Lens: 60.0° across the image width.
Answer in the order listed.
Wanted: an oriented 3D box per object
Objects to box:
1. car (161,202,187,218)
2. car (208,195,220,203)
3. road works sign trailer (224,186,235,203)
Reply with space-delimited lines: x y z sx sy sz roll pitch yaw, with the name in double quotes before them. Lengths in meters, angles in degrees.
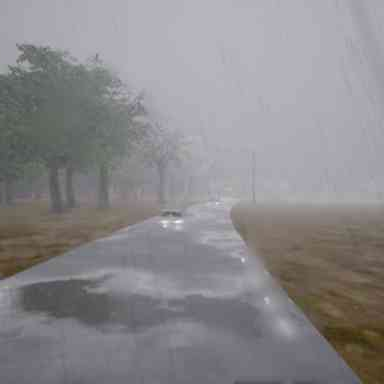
"car" -1.553 1.611 30.887 2.033 1.411 5.357 0 0 5
"car" 4.674 1.365 70.800 2.097 1.767 4.553 0 0 11
"road works sign trailer" 8.094 0.491 72.446 2.380 3.560 2.880 0 0 9
